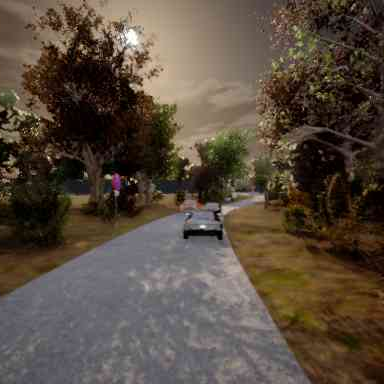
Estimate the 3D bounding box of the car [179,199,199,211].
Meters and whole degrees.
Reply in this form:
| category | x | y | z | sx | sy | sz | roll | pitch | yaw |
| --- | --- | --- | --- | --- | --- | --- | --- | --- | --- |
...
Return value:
| category | x | y | z | sx | sy | sz | roll | pitch | yaw |
| --- | --- | --- | --- | --- | --- | --- | --- | --- | --- |
| car | -0.164 | 1.604 | 39.250 | 2.097 | 1.767 | 4.553 | 1 | -1 | 8 |

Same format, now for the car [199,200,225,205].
| category | x | y | z | sx | sy | sz | roll | pitch | yaw |
| --- | --- | --- | --- | --- | --- | --- | --- | --- | --- |
| car | 2.322 | 1.773 | 36.001 | 2.033 | 1.411 | 5.357 | 0 | -1 | 7 |

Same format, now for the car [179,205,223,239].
| category | x | y | z | sx | sy | sz | roll | pitch | yaw |
| --- | --- | --- | --- | --- | --- | --- | --- | --- | --- |
| car | 0.620 | 1.600 | 17.604 | 1.994 | 1.385 | 4.181 | 0 | 0 | 3 |

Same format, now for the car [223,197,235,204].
| category | x | y | z | sx | sy | sz | roll | pitch | yaw |
| --- | --- | --- | --- | --- | --- | --- | --- | --- | --- |
| car | 8.845 | 1.994 | 79.271 | 2.128 | 1.511 | 4.902 | 1 | 1 | 17 |
